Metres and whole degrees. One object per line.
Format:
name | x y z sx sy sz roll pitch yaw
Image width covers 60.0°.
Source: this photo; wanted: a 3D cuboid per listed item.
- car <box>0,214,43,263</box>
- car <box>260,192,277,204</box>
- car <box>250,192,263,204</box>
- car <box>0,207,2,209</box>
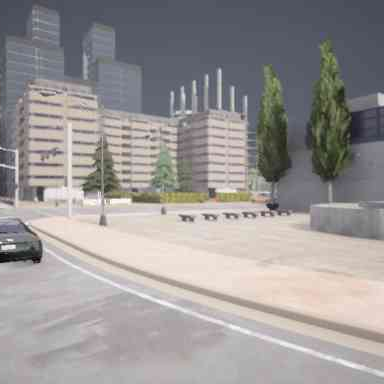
car | -6.457 1.561 11.233 1.994 1.385 4.181 0 0 -36
car | 15.089 1.336 59.593 4.553 1.767 2.097 0 0 -34
car | 13.084 1.335 62.462 4.553 1.767 2.097 0 0 -34
car | -14.212 1.485 22.624 2.128 1.511 4.902 0 0 -27
